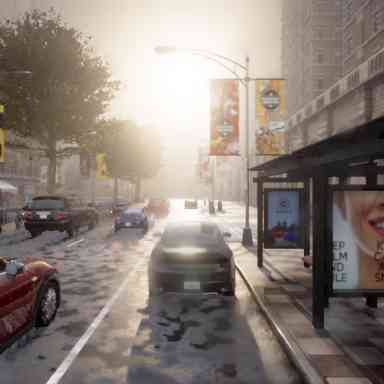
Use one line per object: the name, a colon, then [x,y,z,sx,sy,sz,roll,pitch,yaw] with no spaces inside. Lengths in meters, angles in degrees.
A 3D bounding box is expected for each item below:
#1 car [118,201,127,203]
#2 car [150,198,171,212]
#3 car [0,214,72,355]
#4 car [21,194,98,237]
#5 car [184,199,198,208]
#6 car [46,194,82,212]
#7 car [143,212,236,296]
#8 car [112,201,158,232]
car: [-6.850,1.565,34.450,1.994,1.385,4.181,0,0,1]
car: [-3.353,1.351,34.105,2.097,1.767,4.553,0,0,1]
car: [-3.395,1.351,4.119,2.097,1.767,4.553,0,0,0]
car: [-6.865,1.223,18.109,2.150,2.045,5.566,0,0,0]
car: [-0.146,1.595,47.903,1.895,1.301,4.718,0,0,0]
car: [-14.931,1.223,39.217,2.150,2.045,5.566,0,0,1]
car: [0.000,1.504,8.650,1.837,1.490,4.892,0,0,0]
car: [-3.346,1.525,19.861,1.812,1.442,4.674,0,0,1]
